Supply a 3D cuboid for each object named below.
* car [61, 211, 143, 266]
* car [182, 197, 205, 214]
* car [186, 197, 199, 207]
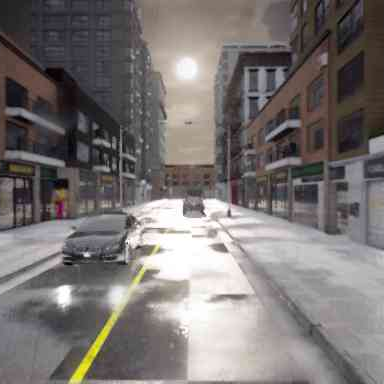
[{"bbox_3d":[-2.849,1.458,11.459,1.837,1.490,4.892,0,0,0],"label":"car"},{"bbox_3d":[0.113,1.237,33.693,2.097,1.767,4.553,0,0,-2],"label":"car"},{"bbox_3d":[0.094,1.453,48.648,1.895,1.301,4.718,0,0,0],"label":"car"}]
